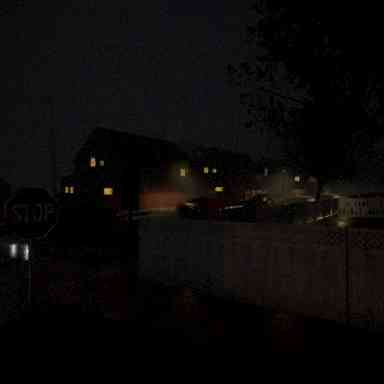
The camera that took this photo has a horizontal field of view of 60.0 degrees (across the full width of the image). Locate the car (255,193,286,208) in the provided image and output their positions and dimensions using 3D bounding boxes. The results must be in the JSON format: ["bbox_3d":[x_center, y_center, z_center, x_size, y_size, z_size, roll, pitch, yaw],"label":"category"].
[{"bbox_3d":[9.147,0.904,38.427,1.812,1.442,4.674,2,2,35],"label":"car"}]

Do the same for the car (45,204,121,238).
[{"bbox_3d":[-6.101,1.326,16.818,2.033,1.411,5.357,2,2,35],"label":"car"}]

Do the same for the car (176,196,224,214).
[{"bbox_3d":[0.695,1.077,26.460,1.882,1.535,5.008,2,2,35],"label":"car"}]

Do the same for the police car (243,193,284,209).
[{"bbox_3d":[6.393,1.019,29.607,1.930,1.638,5.238,2,2,35],"label":"police car"}]
